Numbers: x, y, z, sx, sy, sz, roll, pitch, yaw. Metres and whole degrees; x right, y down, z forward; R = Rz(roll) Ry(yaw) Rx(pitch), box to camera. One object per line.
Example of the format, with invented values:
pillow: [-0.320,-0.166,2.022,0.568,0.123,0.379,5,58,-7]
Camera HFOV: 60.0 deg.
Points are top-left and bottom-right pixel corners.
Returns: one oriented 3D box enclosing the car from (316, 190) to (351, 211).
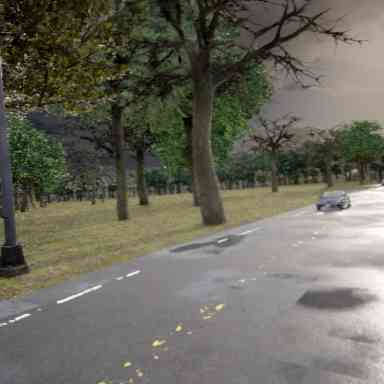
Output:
car: [10.914,0.587,25.565,1.812,1.442,4.674,-5,0,34]

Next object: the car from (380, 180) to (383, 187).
car: [39.152,-1.812,67.001,1.812,1.442,4.674,-5,0,34]
